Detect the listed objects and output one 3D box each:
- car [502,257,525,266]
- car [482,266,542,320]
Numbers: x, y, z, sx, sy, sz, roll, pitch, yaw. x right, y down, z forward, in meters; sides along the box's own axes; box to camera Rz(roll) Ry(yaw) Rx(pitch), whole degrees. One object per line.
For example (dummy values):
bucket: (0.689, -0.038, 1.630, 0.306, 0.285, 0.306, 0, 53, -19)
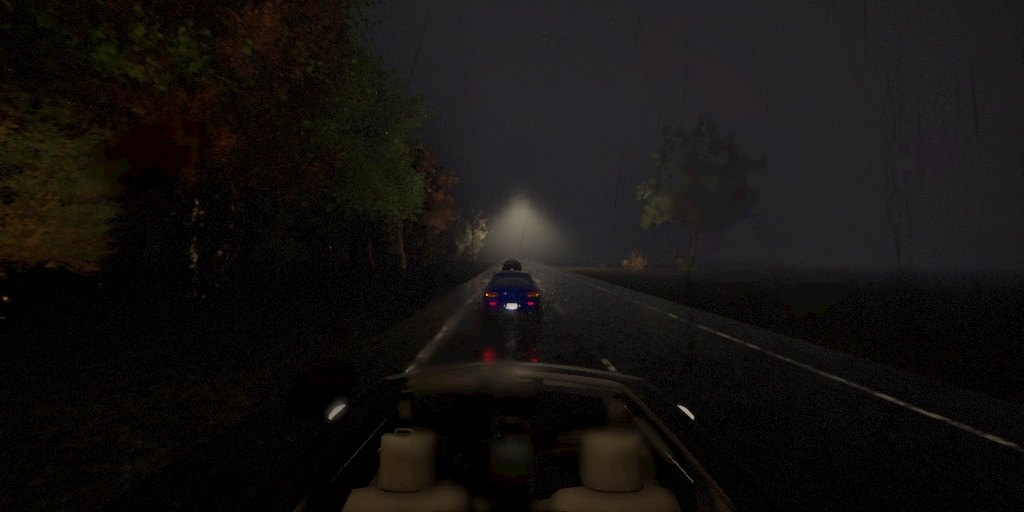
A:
car: (0.003, 1.102, 35.804, 1.882, 1.535, 5.008, 0, 0, 0)
car: (0.004, 1.234, 12.362, 1.812, 1.442, 4.674, 0, 0, 0)
